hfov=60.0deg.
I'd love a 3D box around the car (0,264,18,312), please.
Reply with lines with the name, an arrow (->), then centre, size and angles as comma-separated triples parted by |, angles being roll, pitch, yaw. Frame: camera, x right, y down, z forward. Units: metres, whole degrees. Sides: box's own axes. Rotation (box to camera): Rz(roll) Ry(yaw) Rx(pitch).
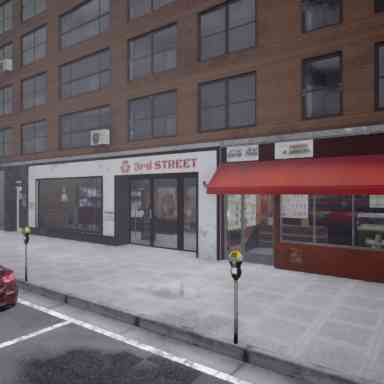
car -> -4.934, 1.582, 6.331 | 4.206, 1.307, 1.802 | 0, 0, 36
